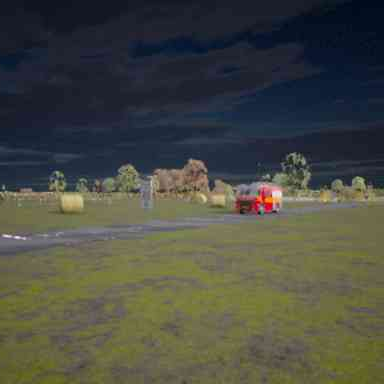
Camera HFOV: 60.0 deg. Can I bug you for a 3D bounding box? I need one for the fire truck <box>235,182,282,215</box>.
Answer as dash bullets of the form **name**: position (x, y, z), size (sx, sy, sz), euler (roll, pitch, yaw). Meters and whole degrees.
- **fire truck**: position (8.609, 0.786, 42.051), size (2.891, 3.827, 8.468), euler (-1, -1, 35)
